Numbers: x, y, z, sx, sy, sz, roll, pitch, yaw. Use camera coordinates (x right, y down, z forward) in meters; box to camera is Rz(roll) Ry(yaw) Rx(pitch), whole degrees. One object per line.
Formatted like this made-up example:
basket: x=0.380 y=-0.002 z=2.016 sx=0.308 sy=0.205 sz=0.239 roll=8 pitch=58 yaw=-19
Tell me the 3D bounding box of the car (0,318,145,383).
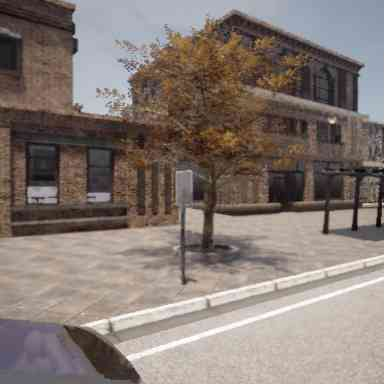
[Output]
car: x=-2.266 y=1.564 z=1.762 sx=4.181 sy=1.385 sz=1.994 roll=0 pitch=0 yaw=-35
